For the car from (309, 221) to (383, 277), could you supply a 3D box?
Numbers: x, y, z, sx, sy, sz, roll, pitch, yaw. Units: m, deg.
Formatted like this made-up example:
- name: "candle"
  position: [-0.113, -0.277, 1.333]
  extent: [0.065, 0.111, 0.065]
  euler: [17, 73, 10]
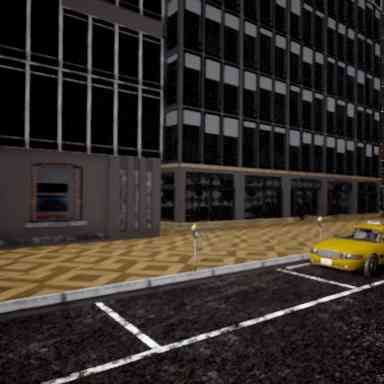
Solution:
- name: "car"
  position: [5.686, 1.625, 10.613]
  extent: [4.829, 1.417, 1.752]
  euler: [1, 0, -35]
